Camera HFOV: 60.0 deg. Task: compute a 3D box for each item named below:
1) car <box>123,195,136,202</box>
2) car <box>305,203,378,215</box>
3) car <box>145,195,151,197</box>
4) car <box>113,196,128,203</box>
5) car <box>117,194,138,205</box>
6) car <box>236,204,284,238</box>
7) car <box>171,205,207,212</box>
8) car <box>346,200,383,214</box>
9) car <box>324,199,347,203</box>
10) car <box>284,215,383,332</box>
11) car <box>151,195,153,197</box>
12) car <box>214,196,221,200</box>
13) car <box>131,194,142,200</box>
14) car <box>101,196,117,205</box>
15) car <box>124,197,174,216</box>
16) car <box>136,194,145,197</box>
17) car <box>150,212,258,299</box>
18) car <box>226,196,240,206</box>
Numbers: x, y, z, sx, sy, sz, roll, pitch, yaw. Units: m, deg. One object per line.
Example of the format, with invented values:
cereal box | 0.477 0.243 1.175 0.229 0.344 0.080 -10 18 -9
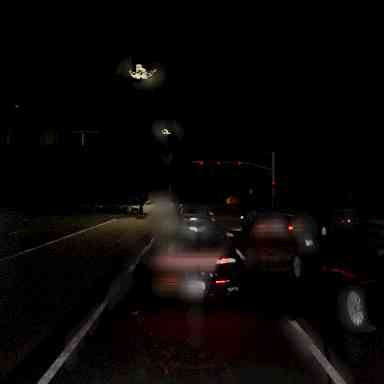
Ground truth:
car | -15.114 1.525 80.538 2.128 1.511 4.902 0 0 0
car | 7.077 1.505 16.935 1.837 1.490 4.892 0 0 0
car | -11.612 1.524 79.269 1.812 1.442 4.674 0 0 0
car | -15.099 1.540 70.435 2.033 1.411 5.357 0 0 0
car | -11.681 1.564 60.177 1.994 1.385 4.181 0 0 1
car | 3.579 1.547 16.469 2.033 1.411 5.357 0 0 0
car | 0.076 1.505 17.874 1.837 1.490 4.892 0 0 0
car | 18.243 1.564 33.227 4.181 1.385 1.994 0 0 0
car | 19.341 1.563 43.734 4.181 1.385 1.994 0 0 0
car | 3.590 1.478 6.849 1.882 1.535 5.008 0 0 0
car | -11.617 1.524 89.676 2.128 1.511 4.902 0 0 0
car | 6.884 1.595 90.009 1.895 1.301 4.718 0 0 1
car | -15.109 1.348 90.705 2.097 1.767 4.553 0 0 0
car | -15.141 1.477 60.657 1.882 1.535 5.008 0 0 0
car | -3.939 1.525 32.444 4.674 1.442 1.812 0 0 -3
car | -11.597 1.500 68.999 1.837 1.490 4.892 0 0 0
car | 0.087 1.491 8.453 2.128 1.511 4.902 0 0 0
car | 6.790 1.477 55.054 1.882 1.535 5.008 0 0 1
